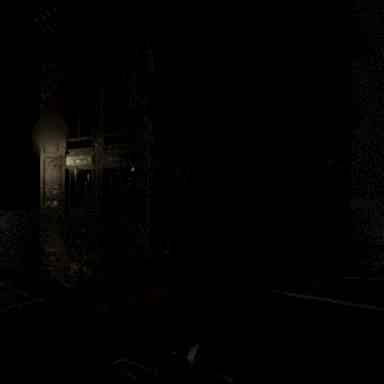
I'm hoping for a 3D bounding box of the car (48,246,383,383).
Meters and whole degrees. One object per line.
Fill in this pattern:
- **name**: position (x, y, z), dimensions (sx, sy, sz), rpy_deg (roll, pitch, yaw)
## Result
- **car**: position (1.210, 1.314, 2.101), dimensions (5.009, 1.841, 2.192), rpy_deg (1, 0, 36)
